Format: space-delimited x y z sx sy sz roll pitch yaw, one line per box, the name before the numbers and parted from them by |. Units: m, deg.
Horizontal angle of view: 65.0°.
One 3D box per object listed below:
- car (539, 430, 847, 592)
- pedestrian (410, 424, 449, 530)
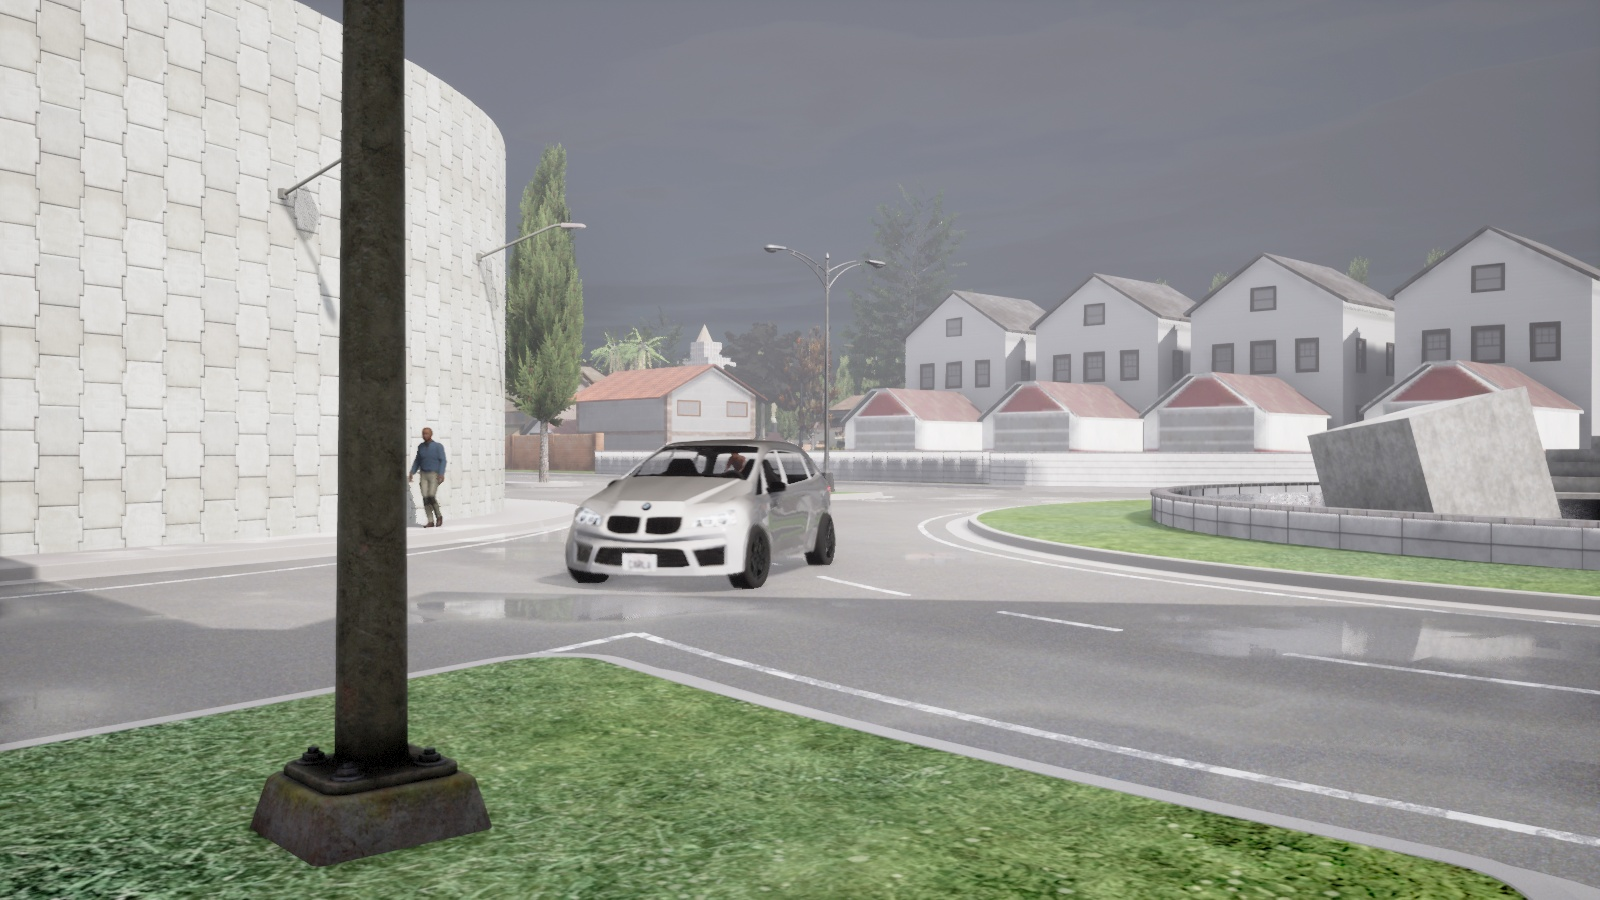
car | -1.080 0.630 15.432 2.242 1.667 4.611 0 0 17
pedestrian | -6.514 0.469 22.099 0.370 1.835 0.726 0 0 10
